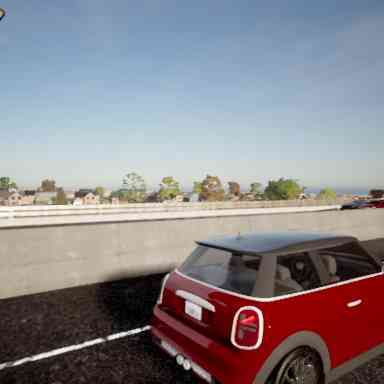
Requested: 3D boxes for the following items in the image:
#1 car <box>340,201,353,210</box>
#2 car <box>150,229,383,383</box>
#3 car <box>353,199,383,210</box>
[{"bbox_3d":[19.666,1.577,38.892,5.357,1.411,2.033,0,0,-34],"label":"car"},{"bbox_3d":[1.746,1.351,4.974,4.553,1.767,2.097,0,0,-35],"label":"car"},{"bbox_3d":[19.074,1.550,34.283,4.674,1.442,1.812,0,0,-34],"label":"car"}]
